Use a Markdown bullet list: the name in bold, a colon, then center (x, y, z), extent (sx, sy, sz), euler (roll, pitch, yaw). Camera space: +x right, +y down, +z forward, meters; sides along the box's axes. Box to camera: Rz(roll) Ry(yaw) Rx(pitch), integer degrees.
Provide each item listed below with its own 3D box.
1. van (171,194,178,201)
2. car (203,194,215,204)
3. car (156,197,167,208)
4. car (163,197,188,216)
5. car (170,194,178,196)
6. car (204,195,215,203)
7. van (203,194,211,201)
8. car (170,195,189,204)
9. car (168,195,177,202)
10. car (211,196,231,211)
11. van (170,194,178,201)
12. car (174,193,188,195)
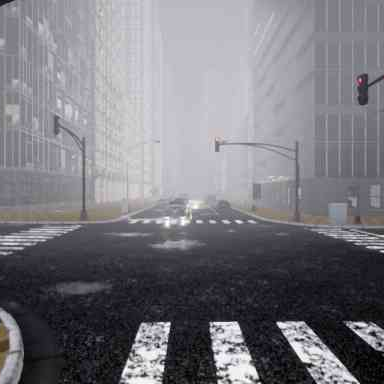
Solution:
- **van**: center (-4.404, 1.312, 85.915), extent (1.690, 1.788, 3.998), euler (0, 0, 0)
- **car**: center (3.625, 1.311, 63.858), extent (2.192, 1.841, 5.009), euler (0, 0, 0)
- **car**: center (-4.143, 1.591, 47.222), extent (1.802, 1.307, 4.206), euler (0, 0, 0)
- **car**: center (-1.585, 1.541, 33.103), extent (1.812, 1.442, 4.674), euler (0, 0, 0)
- **car**: center (-4.255, 1.562, 63.805), extent (1.947, 1.339, 4.313), euler (0, 0, 0)
- **car**: center (3.588, 1.430, 69.386), extent (1.967, 1.590, 4.097), euler (0, 0, 0)
- **van**: center (3.513, 1.318, 80.441), extent (1.690, 1.788, 3.998), euler (0, 0, 0)
- **car**: center (-1.657, 1.514, 44.379), extent (1.837, 1.490, 4.892), euler (0, 0, 0)
- **car**: center (-4.329, 1.423, 74.861), extent (1.967, 1.590, 4.097), euler (0, 0, 0)
- **car**: center (3.823, 1.578, 41.749), extent (1.947, 1.339, 4.313), euler (0, 0, 0)
- **van**: center (-4.367, 1.318, 80.388), extent (1.690, 1.788, 3.998), euler (0, 0, 0)
- **car**: center (-1.719, 1.219, 64.690), extent (2.150, 2.045, 5.566), euler (0, 0, 0)
